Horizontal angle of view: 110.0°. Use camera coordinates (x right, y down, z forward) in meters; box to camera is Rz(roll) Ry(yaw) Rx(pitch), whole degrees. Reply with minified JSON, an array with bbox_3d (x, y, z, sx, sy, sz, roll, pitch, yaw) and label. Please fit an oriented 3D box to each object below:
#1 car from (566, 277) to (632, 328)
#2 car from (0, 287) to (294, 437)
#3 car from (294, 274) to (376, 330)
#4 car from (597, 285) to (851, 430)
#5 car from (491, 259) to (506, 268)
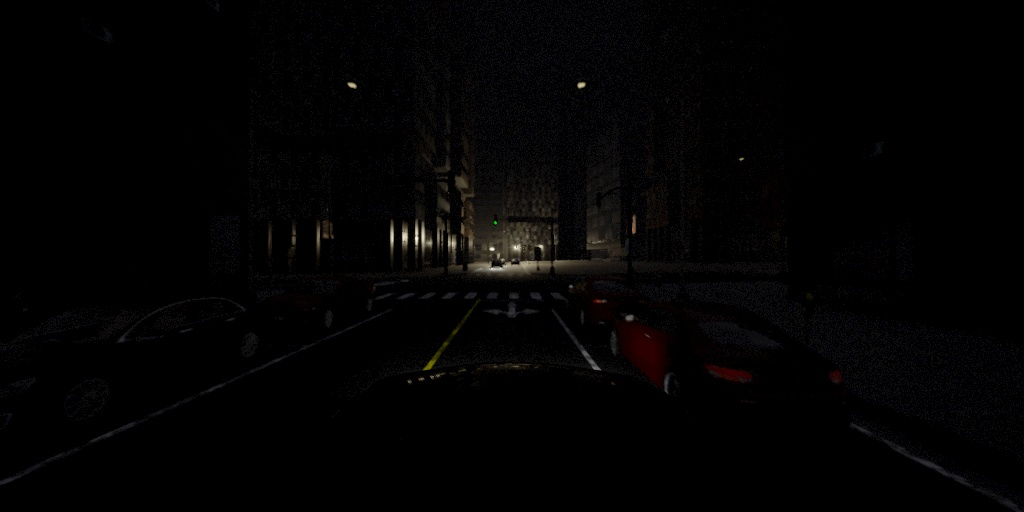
[{"bbox_3d":[2.763,1.299,11.128,1.888,1.381,4.507,0,0,0],"label":"car"},{"bbox_3d":[-5.762,1.302,5.519,2.007,1.370,4.403,0,0,0],"label":"car"},{"bbox_3d":[-5.763,1.299,11.128,1.888,1.381,4.507,0,0,0],"label":"car"},{"bbox_3d":[2.763,1.334,5.518,1.802,1.307,4.207,0,0,0],"label":"car"},{"bbox_3d":[-2.546,1.285,60.797,2.128,1.511,4.902,0,0,1],"label":"car"}]
